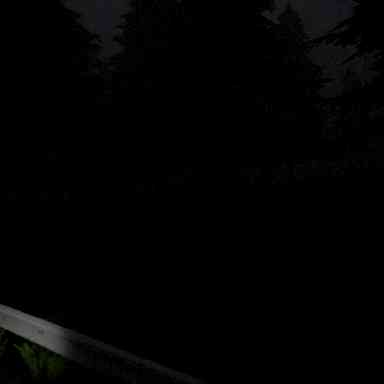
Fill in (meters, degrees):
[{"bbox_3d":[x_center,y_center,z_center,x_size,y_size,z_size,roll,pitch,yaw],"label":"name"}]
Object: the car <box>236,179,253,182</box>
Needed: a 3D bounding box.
[{"bbox_3d":[6.587,-0.862,39.615,5.357,1.411,2.033,-5,-2,14],"label":"car"}]
